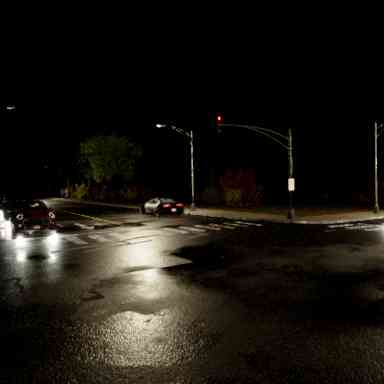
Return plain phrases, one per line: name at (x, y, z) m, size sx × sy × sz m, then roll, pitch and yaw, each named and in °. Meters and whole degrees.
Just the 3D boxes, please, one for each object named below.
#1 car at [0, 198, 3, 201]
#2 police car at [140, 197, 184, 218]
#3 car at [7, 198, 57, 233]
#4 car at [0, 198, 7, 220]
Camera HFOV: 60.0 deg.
car at (-21.319, 1.415, 38.355) m, size 2.128 × 1.511 × 4.902 m, roll -2°, pitch 1°, yaw -32°
police car at (-2.679, 1.227, 27.351) m, size 2.038 × 1.542 × 4.974 m, roll -2°, pitch 1°, yaw -32°
car at (-9.451, 1.304, 19.668) m, size 2.097 × 1.767 × 4.553 m, roll -2°, pitch 1°, yaw -32°
car at (-14.685, 1.465, 27.927) m, size 1.812 × 1.442 × 4.674 m, roll -2°, pitch 1°, yaw -33°
